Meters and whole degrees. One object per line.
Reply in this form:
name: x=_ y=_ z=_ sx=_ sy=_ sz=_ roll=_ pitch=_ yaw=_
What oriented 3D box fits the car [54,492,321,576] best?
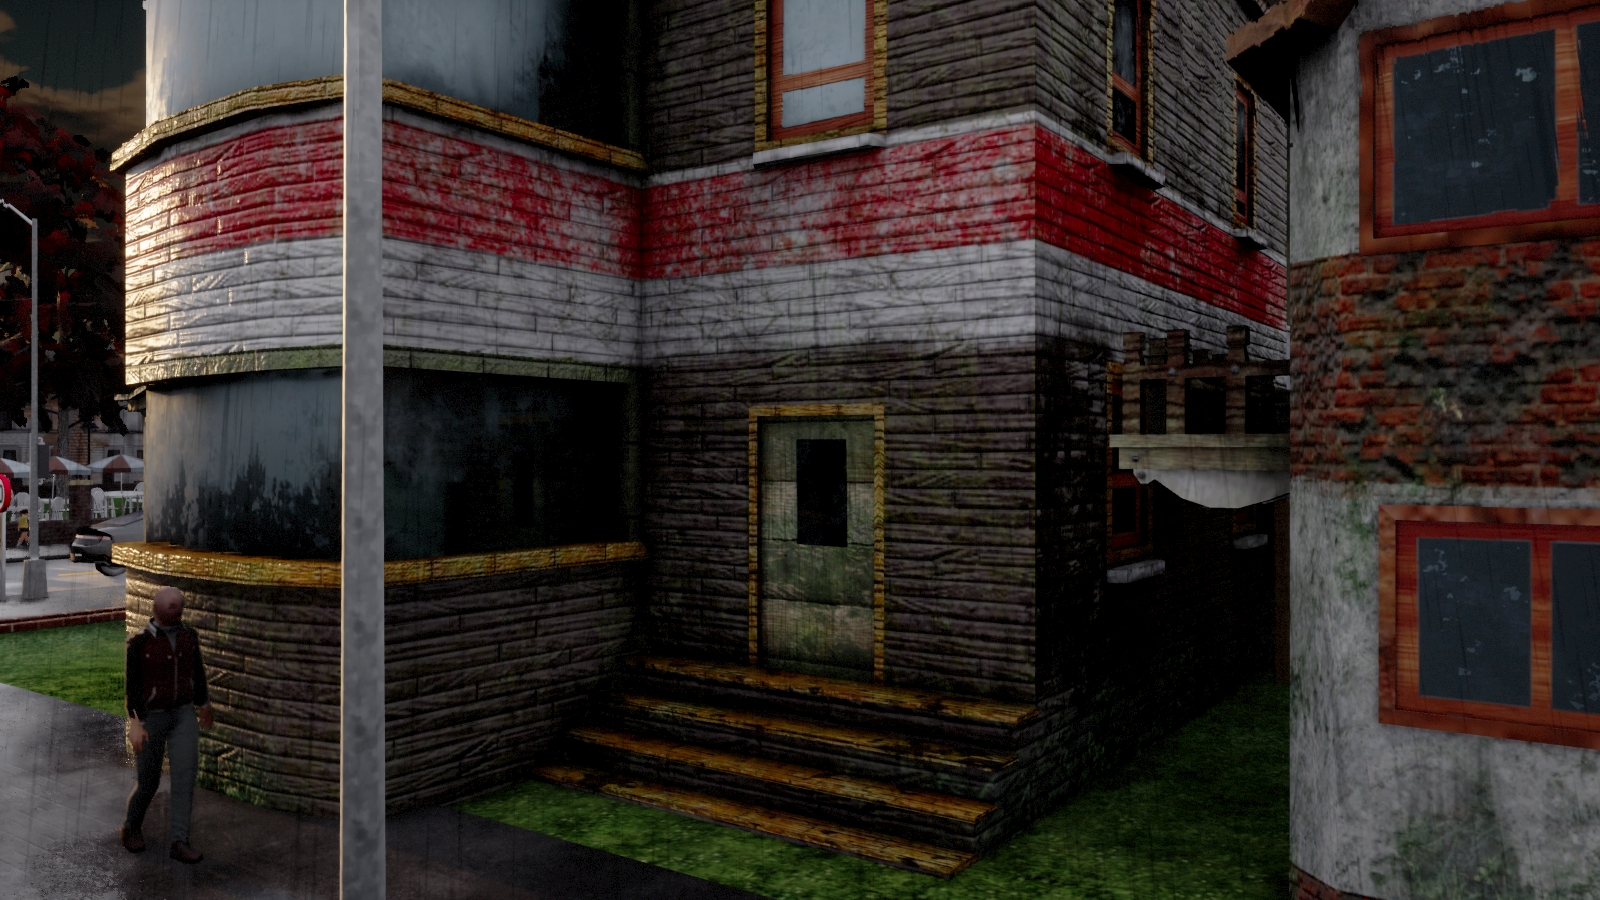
car: x=-13.748 y=1.817 z=25.958 sx=2.128 sy=1.511 sz=4.902 roll=0 pitch=0 yaw=34

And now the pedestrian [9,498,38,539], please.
pedestrian: x=-21.346 y=1.882 z=31.402 sx=0.500 sy=1.100 sz=0.500 roll=0 pitch=0 yaw=35

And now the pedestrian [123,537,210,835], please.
pedestrian: x=-4.173 y=1.522 z=7.529 sx=0.375 sy=1.860 sz=0.375 roll=0 pitch=0 yaw=34
